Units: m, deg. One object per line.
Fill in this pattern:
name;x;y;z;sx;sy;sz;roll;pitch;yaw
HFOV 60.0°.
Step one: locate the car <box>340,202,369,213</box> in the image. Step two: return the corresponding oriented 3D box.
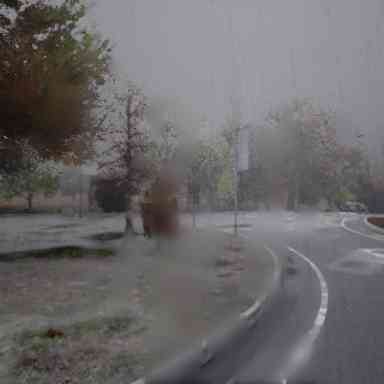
car;20.142;1.900;41.265;4.181;1.385;1.994;3;-2;-39
